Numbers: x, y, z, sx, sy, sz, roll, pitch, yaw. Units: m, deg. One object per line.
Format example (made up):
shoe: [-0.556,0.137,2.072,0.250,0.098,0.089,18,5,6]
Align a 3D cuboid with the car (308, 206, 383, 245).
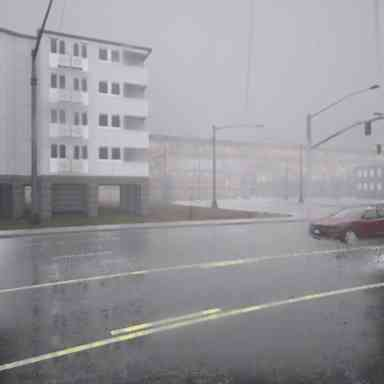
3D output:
car: [7.620,1.417,15.180,5.008,1.535,1.882,0,0,-23]
